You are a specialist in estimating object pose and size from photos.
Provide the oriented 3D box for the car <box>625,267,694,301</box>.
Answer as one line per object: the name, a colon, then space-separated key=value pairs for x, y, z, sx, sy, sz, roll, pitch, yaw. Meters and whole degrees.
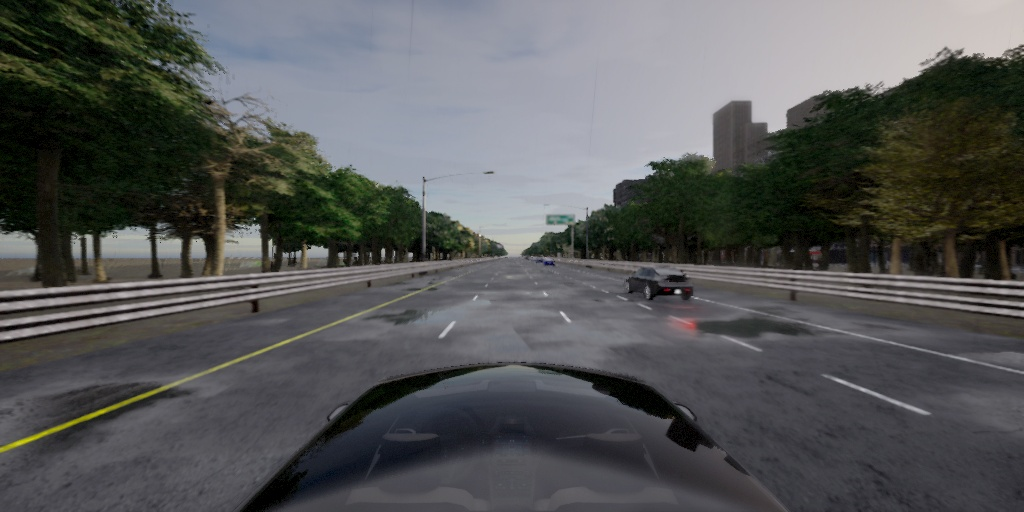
car: x=7.007 y=1.262 z=17.545 sx=1.837 sy=1.490 sz=4.892 roll=0 pitch=0 yaw=0
